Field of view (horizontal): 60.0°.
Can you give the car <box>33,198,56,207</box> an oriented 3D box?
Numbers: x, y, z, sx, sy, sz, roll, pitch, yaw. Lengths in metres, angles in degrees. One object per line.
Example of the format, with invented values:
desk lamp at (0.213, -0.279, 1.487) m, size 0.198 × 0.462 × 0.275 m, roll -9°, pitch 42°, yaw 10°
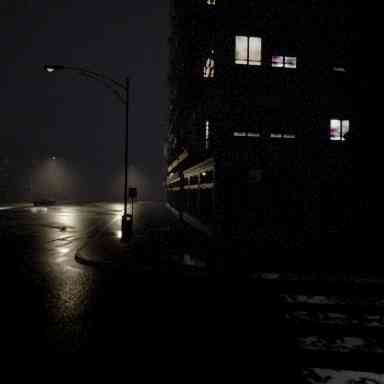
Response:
car at (-21.451, 1.490, 48.437) m, size 1.895 × 1.301 × 4.718 m, roll 1°, pitch 0°, yaw -6°
